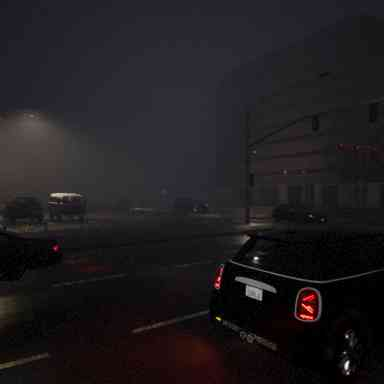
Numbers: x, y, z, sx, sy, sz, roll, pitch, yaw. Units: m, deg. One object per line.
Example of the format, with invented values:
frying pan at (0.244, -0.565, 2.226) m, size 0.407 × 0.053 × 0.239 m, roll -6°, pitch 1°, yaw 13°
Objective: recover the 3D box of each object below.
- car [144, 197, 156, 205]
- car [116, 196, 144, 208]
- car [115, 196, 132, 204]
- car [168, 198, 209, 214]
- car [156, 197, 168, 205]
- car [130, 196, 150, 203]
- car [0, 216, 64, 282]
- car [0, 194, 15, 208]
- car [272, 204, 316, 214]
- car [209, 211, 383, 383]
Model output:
car at (-8.966, 1.581, 60.823) m, size 1.812 × 1.442 × 4.674 m, roll 0°, pitch 0°, yaw -36°
car at (-9.530, 1.547, 49.217) m, size 2.128 × 1.511 × 4.902 m, roll 0°, pitch 0°, yaw -35°
car at (-14.023, 1.619, 67.943) m, size 1.994 × 1.385 × 4.181 m, roll 0°, pitch 0°, yaw -35°
car at (-0.180, 1.410, 36.037) m, size 2.097 × 1.767 × 4.553 m, roll 0°, pitch 0°, yaw -35°
car at (-5.472, 1.581, 61.948) m, size 1.812 × 1.442 × 4.674 m, roll 0°, pitch 0°, yaw -35°
car at (-10.986, 1.601, 69.677) m, size 2.033 × 1.411 × 5.357 m, roll 0°, pitch 0°, yaw -35°
car at (-6.096, 1.547, 8.218) m, size 5.357 × 1.411 × 2.033 m, roll 0°, pitch 0°, yaw -35°
car at (-31.779, 1.209, 56.421) m, size 1.932 × 1.855 × 4.605 m, roll 0°, pitch 0°, yaw -35°
car at (7.606, 1.566, 23.845) m, size 1.812 × 1.442 × 4.674 m, roll 0°, pitch -1°, yaw -23°
car at (2.554, 1.352, 5.625) m, size 4.553 × 1.767 × 2.097 m, roll 0°, pitch 0°, yaw -35°
